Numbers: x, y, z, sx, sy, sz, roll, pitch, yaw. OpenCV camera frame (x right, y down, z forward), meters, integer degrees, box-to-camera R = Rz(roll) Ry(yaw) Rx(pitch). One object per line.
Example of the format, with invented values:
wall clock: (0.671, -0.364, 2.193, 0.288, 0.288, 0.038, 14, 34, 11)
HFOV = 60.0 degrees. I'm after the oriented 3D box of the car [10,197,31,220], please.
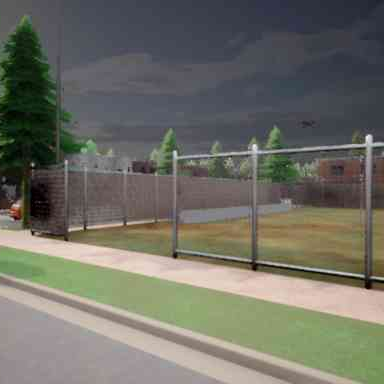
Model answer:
car: (-10.805, 1.159, 24.677, 2.097, 1.767, 4.553, 1, 0, 36)
